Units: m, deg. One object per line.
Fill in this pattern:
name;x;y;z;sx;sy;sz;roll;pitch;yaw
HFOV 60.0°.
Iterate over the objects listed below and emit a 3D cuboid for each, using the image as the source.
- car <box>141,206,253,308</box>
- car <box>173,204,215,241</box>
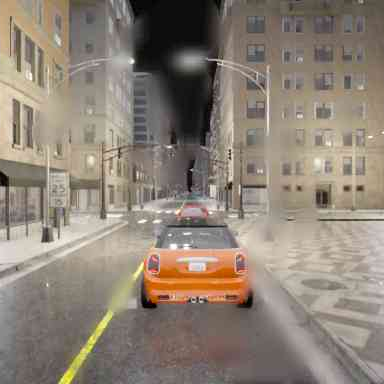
car;0.089;1.352;8.056;2.097;1.767;4.553;0;0;0
car;0.084;1.477;17.656;1.882;1.535;5.008;0;0;0
